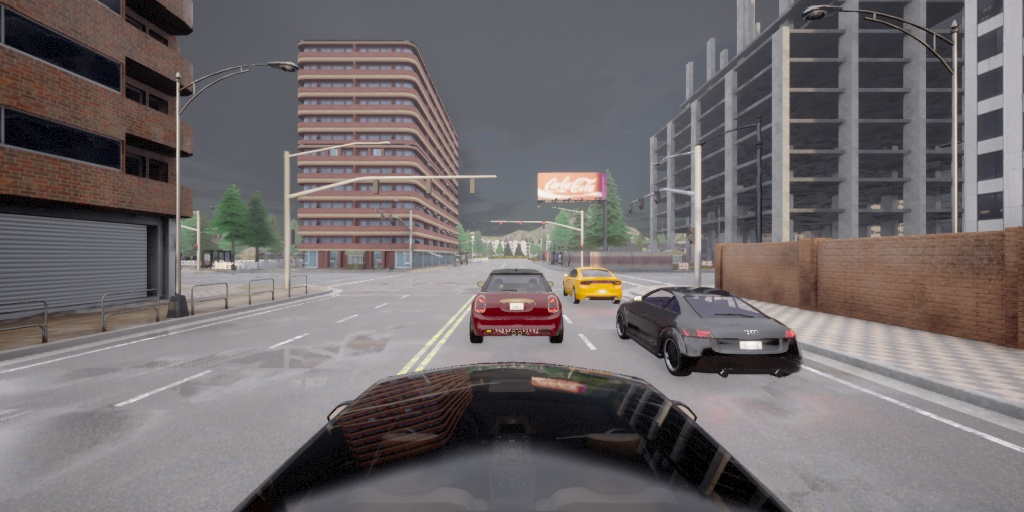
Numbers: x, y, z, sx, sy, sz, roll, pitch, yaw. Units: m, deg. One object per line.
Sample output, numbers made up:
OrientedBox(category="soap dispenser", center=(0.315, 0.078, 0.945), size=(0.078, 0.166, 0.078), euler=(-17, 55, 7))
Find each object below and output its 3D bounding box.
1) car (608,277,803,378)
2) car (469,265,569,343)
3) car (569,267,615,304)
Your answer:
OrientedBox(category="car", center=(3.598, 1.314, 7.410), size=(1.994, 1.385, 4.181), euler=(0, 0, 0))
OrientedBox(category="car", center=(0.100, 1.102, 9.814), size=(2.097, 1.767, 4.553), euler=(0, 0, 0))
OrientedBox(category="car", center=(3.498, 1.228, 16.343), size=(1.882, 1.535, 5.008), euler=(0, 0, 0))
